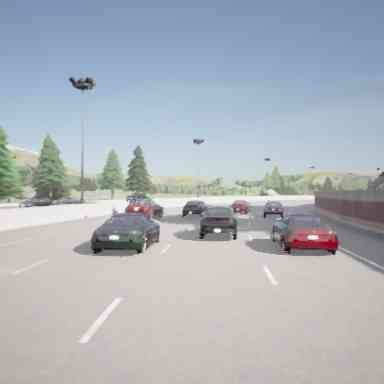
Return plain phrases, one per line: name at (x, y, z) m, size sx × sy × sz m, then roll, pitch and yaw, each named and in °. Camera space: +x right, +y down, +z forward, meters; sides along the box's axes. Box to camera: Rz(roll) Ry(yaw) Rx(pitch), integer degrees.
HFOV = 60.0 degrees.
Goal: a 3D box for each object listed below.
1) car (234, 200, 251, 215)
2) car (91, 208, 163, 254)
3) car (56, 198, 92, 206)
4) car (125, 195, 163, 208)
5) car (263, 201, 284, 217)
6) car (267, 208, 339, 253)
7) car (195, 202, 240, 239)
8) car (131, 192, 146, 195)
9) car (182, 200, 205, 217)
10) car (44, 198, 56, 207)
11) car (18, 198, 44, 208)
car at (5.165, 1.561, 35.299) m, size 1.812 × 1.442 × 4.674 m, roll 0°, pitch 0°, yaw 15°
car at (-2.536, 1.564, 13.652) m, size 1.994 × 1.385 × 4.181 m, roll 0°, pitch 0°, yaw 6°
car at (-12.639, 1.584, 37.256) m, size 1.895 × 1.301 × 4.718 m, roll 0°, pitch 0°, yaw 15°
car at (-3.881, 1.356, 27.602) m, size 2.097 × 1.767 × 4.553 m, roll 0°, pitch 0°, yaw 11°
car at (7.732, 1.589, 31.527) m, size 2.033 × 1.411 × 5.357 m, roll 0°, pitch 0°, yaw 14°
car at (4.522, 1.585, 13.833) m, size 1.994 × 1.385 × 4.181 m, roll 0°, pitch 0°, yaw 6°
car at (1.477, 1.519, 17.649) m, size 1.837 × 1.490 × 4.892 m, roll 0°, pitch 0°, yaw 7°
car at (-11.678, 1.120, 70.034) m, size 2.150 × 2.045 × 5.566 m, roll 0°, pitch 0°, yaw 25°
car at (0.431, 1.524, 30.940) m, size 1.837 × 1.490 × 4.892 m, roll 0°, pitch 0°, yaw 13°
car at (-15.252, 1.469, 40.873) m, size 2.128 × 1.511 × 4.902 m, roll 0°, pitch 0°, yaw 16°
car at (-18.936, 1.458, 40.657) m, size 2.128 × 1.511 × 4.902 m, roll 0°, pitch 0°, yaw 15°
